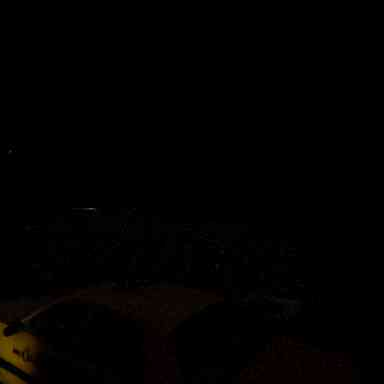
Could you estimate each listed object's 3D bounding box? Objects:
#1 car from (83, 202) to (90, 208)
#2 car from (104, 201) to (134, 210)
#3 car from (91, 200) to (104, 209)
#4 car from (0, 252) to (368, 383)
[{"bbox_3d":[-18.704,2.362,64.497,1.837,1.490,4.892,0,-1,36],"label":"car"},{"bbox_3d":[-12.086,2.299,56.979,1.837,1.490,4.892,0,-1,36],"label":"car"},{"bbox_3d":[-14.721,2.292,58.881,2.128,1.511,4.902,0,-1,36],"label":"car"},{"bbox_3d":[-0.793,1.527,3.534,4.829,1.417,1.752,0,0,36],"label":"car"}]
